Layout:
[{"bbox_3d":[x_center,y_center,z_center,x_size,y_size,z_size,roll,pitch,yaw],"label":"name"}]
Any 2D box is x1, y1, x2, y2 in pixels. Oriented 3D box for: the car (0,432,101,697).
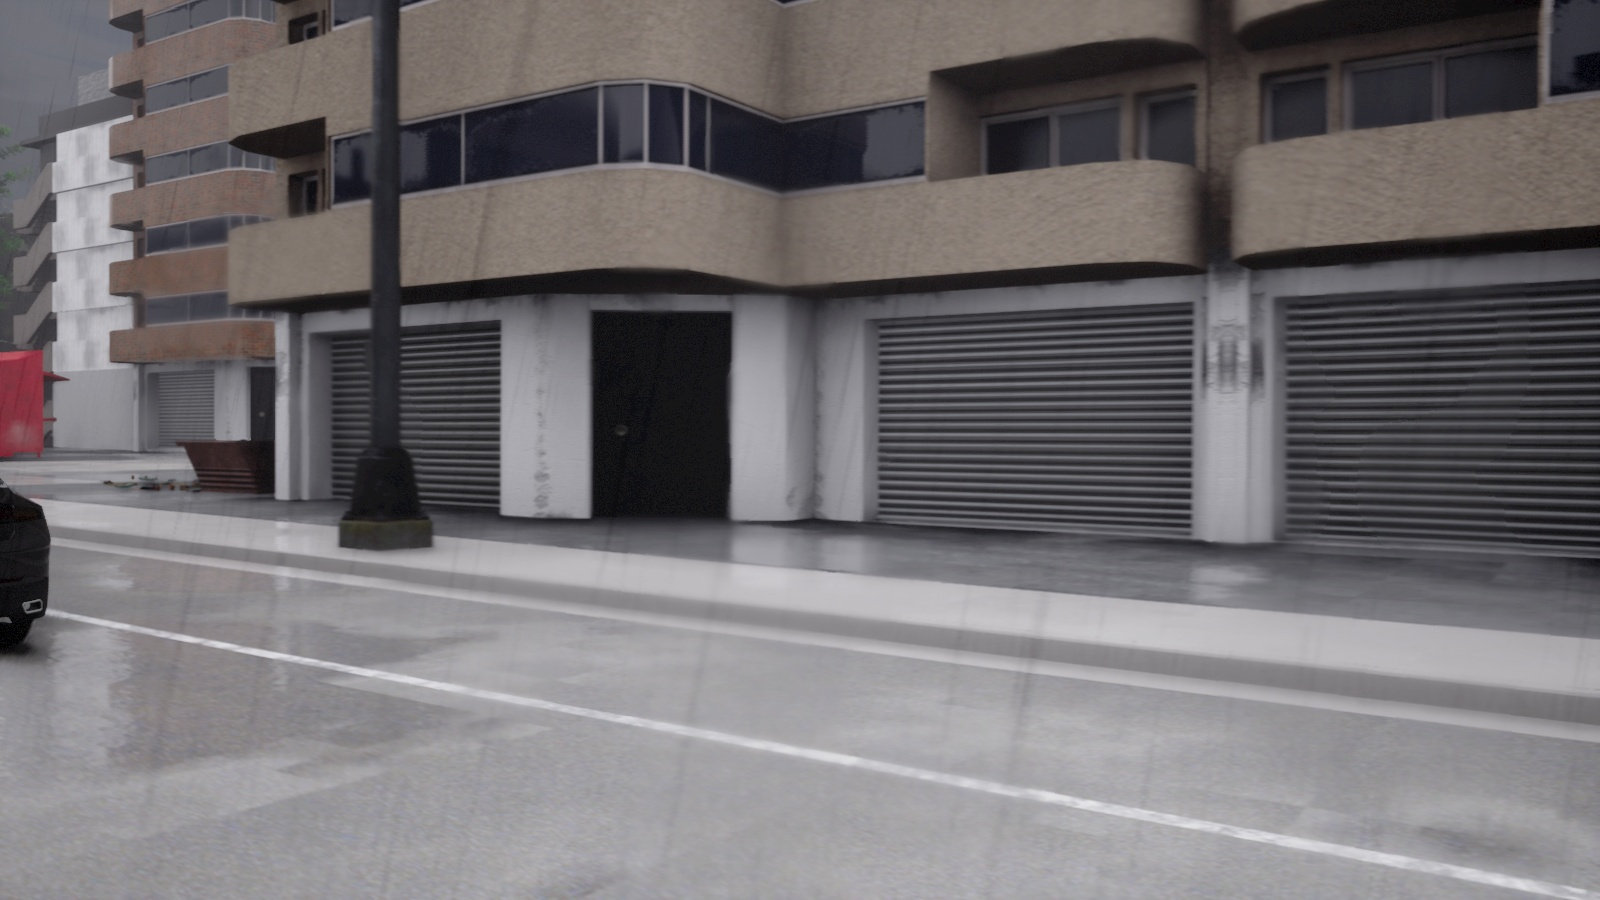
[{"bbox_3d":[-6.737,0.628,8.100,4.892,1.490,1.837,1,1,34],"label":"car"}]
